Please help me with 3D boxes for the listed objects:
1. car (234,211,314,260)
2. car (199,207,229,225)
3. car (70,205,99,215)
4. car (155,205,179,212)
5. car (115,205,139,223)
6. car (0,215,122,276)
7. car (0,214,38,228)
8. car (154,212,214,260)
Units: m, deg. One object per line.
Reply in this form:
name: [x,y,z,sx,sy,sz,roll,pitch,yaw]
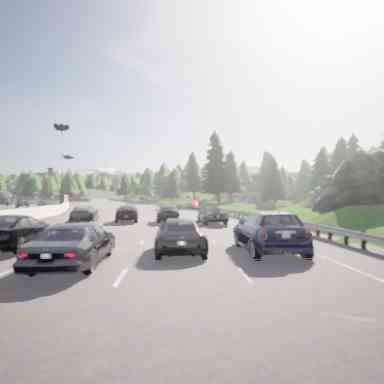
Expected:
car: [3.032,1.521,13.294,2.097,1.767,4.553,0,-1,-4]
car: [1.654,1.905,27.318,2.033,1.411,5.357,0,-1,-7]
car: [-9.076,1.885,28.217,2.128,1.511,4.902,0,-1,-8]
car: [-2.132,1.895,29.089,1.837,1.490,4.892,0,0,-8]
car: [-5.767,1.884,29.812,1.882,1.535,5.008,0,0,-8]
car: [-3.822,1.701,10.898,2.033,1.411,5.357,0,-1,-3]
car: [-7.537,1.682,14.092,1.882,1.535,5.008,0,0,-4]
car: [-0.476,1.744,13.379,1.994,1.385,4.181,0,-1,-4]
